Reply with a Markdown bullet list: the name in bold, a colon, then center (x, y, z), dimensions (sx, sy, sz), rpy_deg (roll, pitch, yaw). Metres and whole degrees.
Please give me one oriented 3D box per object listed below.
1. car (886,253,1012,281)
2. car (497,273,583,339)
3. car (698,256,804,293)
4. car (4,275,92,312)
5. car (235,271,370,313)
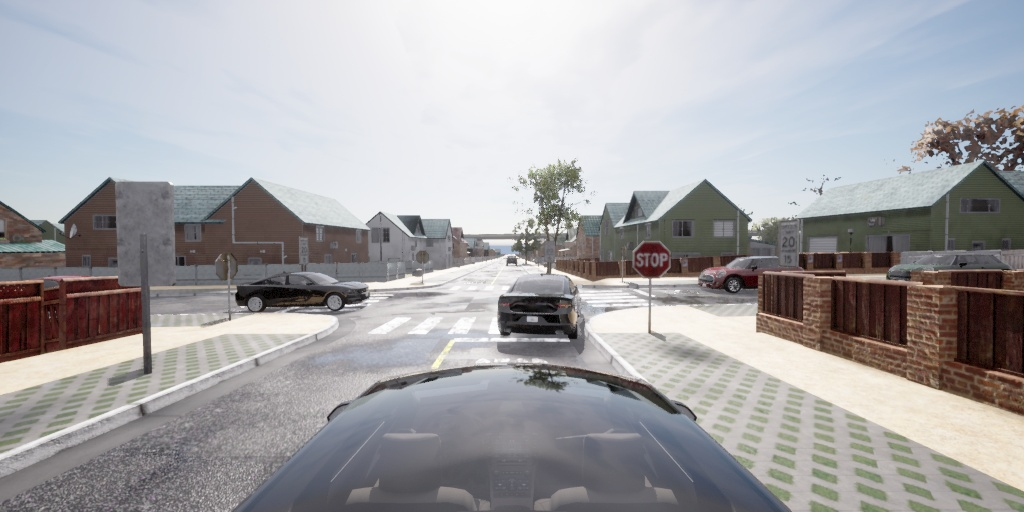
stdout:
- **car**: center (21.693, 0.646, 17.907), dimensions (4.553, 1.767, 2.097), rpy_deg (-1, 2, 0)
- **car**: center (0.954, 1.224, 10.216), dimensions (1.882, 1.535, 5.008), rpy_deg (0, 0, 12)
- **car**: center (11.798, 0.820, 17.831), dimensions (4.553, 1.767, 2.097), rpy_deg (-1, 2, 0)
- **car**: center (-18.028, 1.546, 14.671), dimensions (5.008, 1.535, 1.882), rpy_deg (-1, 2, 0)
- **car**: center (-8.475, 1.377, 14.738), dimensions (5.008, 1.535, 1.882), rpy_deg (-1, 2, 0)
